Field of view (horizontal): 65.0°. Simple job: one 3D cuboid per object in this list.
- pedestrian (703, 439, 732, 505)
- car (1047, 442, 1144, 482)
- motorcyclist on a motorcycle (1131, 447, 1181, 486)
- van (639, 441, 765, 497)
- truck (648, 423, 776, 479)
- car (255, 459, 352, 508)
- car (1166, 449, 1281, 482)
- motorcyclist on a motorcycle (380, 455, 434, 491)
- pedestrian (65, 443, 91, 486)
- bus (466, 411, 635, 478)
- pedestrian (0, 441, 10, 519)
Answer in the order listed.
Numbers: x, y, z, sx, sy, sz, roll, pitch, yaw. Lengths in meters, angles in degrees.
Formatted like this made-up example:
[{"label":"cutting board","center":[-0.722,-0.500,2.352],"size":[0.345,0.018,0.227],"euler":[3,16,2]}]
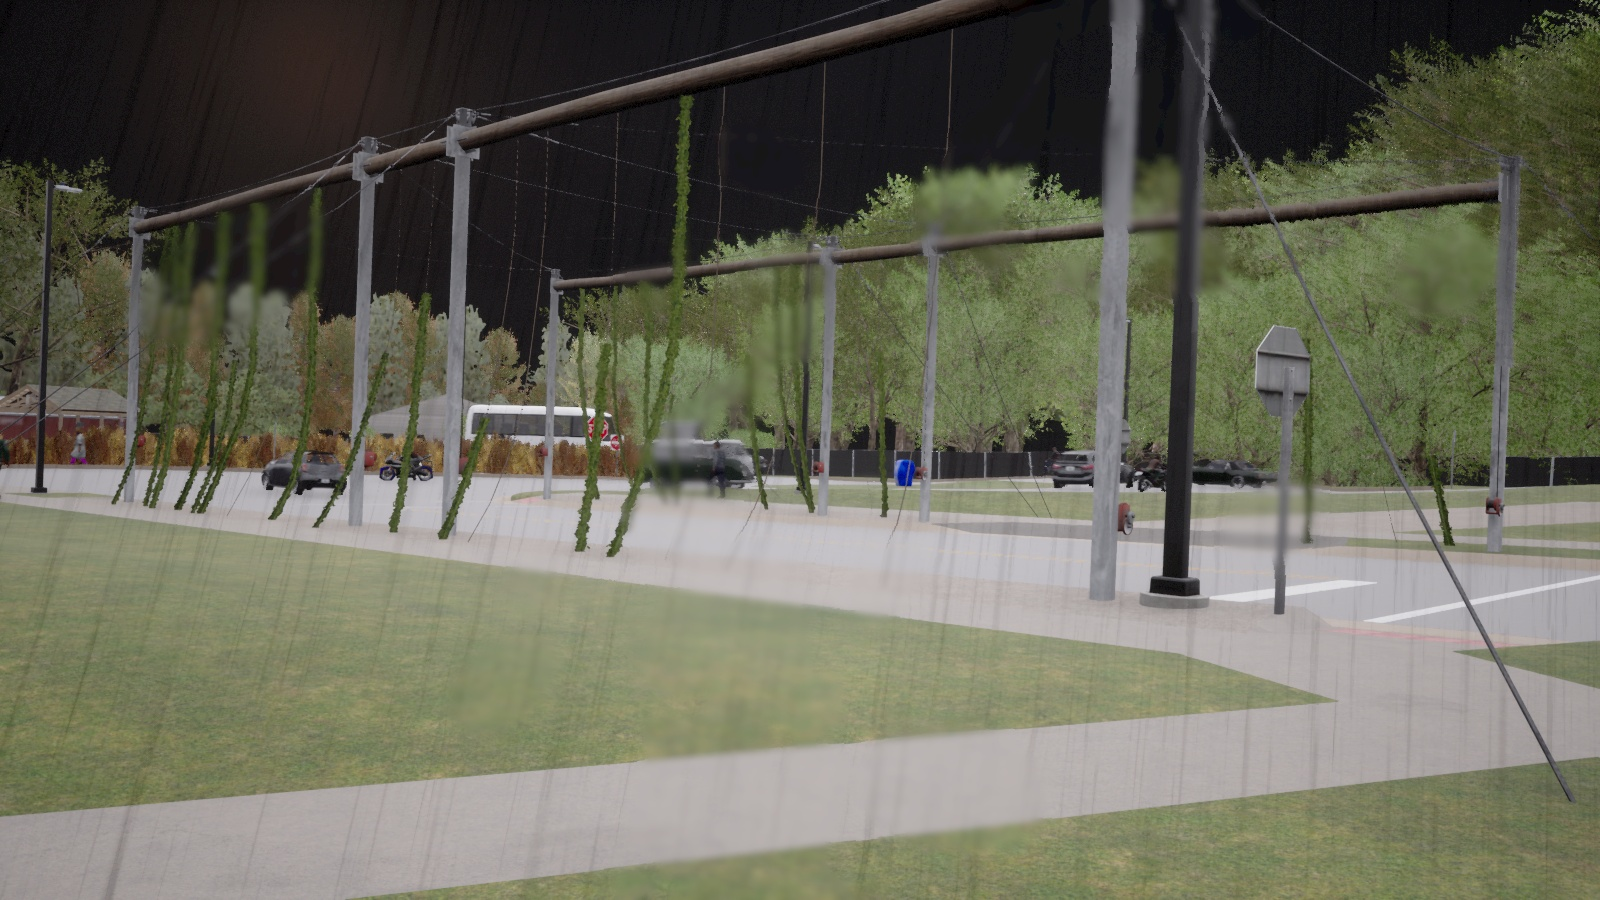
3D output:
[{"label":"pedestrian","center":[-2.507,0.657,38.068],"size":[0.788,1.949,0.423],"euler":[1,0,42]},{"label":"car","center":[13.046,0.498,55.288],"size":[2.242,1.667,4.611],"euler":[-1,0,41]},{"label":"motorcyclist on a motorcycle","center":[14.486,0.651,51.079],"size":[2.044,1.523,0.797],"euler":[-1,2,-34]},{"label":"van","center":[-3.772,0.724,48.268],"size":[4.442,1.987,1.775],"euler":[-2,0,20]},{"label":"truck","center":[-5.727,0.029,81.590],"size":[7.936,3.462,2.891],"euler":[0,1,27]},{"label":"car","center":[-17.336,1.140,43.781],"size":[1.845,1.501,3.633],"euler":[1,1,-45]},{"label":"car","center":[19.584,0.692,58.224],"size":[1.895,1.301,4.718],"euler":[0,2,-40]},{"label":"motorcyclist on a motorcycle","center":[-16.924,0.985,54.115],"size":[2.191,1.530,0.866],"euler":[0,1,-21]},{"label":"pedestrian","center":[-33.647,0.671,58.525],"size":[0.873,1.952,0.659],"euler":[1,0,-13]},{"label":"bus","center":[-16.484,-0.398,83.322],"size":[10.273,4.253,3.944],"euler":[1,1,14]},{"label":"pedestrian","center":[-20.212,0.750,31.547],"size":[0.788,1.949,0.423],"euler":[1,0,44]}]
